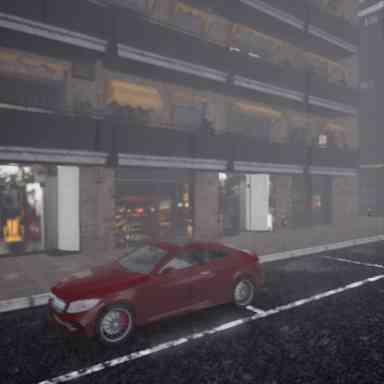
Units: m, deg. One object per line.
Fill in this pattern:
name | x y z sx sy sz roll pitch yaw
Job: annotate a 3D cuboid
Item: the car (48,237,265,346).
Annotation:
car | -0.424 1.558 6.258 4.206 1.307 1.802 -1 1 -36
